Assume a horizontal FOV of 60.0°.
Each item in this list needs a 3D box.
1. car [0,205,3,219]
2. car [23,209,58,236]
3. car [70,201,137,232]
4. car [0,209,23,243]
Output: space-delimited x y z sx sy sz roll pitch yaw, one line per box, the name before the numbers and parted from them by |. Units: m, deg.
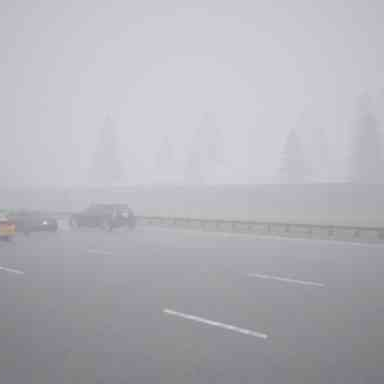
car | -19.668 1.819 30.912 4.718 1.301 1.895 0 0 35
car | -9.757 1.688 19.547 4.181 1.385 1.994 0 0 35
car | -5.652 1.460 20.917 4.553 1.767 2.097 0 0 36
car | -10.286 1.589 15.626 5.008 1.535 1.882 0 0 36
